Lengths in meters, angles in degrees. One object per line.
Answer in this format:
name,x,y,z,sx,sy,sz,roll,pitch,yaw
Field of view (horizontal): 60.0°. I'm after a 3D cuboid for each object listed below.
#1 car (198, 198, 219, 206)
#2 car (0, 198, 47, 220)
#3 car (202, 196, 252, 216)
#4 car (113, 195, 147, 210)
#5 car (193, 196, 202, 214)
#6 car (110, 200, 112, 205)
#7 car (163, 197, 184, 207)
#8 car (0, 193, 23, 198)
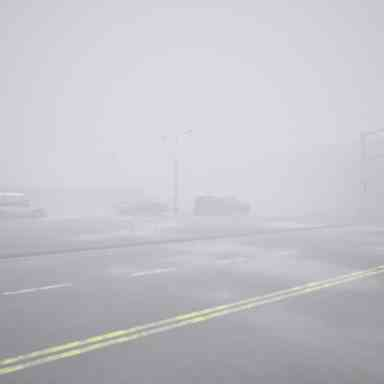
car,3.222,1.941,64.680,1.994,1.385,4.181,1,0,-33
car,-13.841,1.436,26.807,3.806,1.475,1.970,1,0,-35
car,3.605,1.357,32.306,4.605,1.855,1.932,1,0,-35
car,-9.401,1.361,50.689,3.866,1.878,1.905,1,0,-35
car,1.976,1.361,34.699,3.866,1.878,1.905,1,0,-35
car,-11.068,1.601,53.056,3.806,1.475,1.970,1,0,-35
car,-3.553,1.858,68.577,1.837,1.490,4.892,1,-1,-34
car,-23.683,1.193,40.542,4.605,1.855,1.932,1,0,-35
